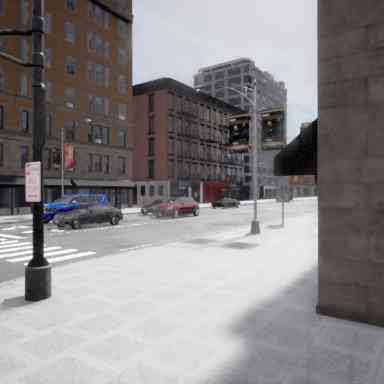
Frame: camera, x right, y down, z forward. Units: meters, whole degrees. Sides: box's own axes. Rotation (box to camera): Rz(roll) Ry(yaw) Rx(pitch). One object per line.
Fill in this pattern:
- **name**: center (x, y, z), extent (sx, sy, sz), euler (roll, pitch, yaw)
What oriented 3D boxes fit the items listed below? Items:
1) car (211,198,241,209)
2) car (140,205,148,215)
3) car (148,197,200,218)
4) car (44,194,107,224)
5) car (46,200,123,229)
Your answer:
- **car**: center (4.315, 1.450, 42.246), extent (1.895, 1.301, 4.718), euler (0, 0, 35)
- **car**: center (-2.899, 1.429, 32.041), extent (1.812, 1.442, 4.674), euler (0, 0, 35)
- **car**: center (-1.290, 1.256, 28.678), extent (2.097, 1.767, 4.553), euler (0, 0, 35)
- **car**: center (-8.507, 1.166, 24.091), extent (2.150, 2.045, 5.566), euler (0, 0, 35)
- **car**: center (-6.507, 1.468, 21.285), extent (1.812, 1.442, 4.674), euler (0, 0, 37)
